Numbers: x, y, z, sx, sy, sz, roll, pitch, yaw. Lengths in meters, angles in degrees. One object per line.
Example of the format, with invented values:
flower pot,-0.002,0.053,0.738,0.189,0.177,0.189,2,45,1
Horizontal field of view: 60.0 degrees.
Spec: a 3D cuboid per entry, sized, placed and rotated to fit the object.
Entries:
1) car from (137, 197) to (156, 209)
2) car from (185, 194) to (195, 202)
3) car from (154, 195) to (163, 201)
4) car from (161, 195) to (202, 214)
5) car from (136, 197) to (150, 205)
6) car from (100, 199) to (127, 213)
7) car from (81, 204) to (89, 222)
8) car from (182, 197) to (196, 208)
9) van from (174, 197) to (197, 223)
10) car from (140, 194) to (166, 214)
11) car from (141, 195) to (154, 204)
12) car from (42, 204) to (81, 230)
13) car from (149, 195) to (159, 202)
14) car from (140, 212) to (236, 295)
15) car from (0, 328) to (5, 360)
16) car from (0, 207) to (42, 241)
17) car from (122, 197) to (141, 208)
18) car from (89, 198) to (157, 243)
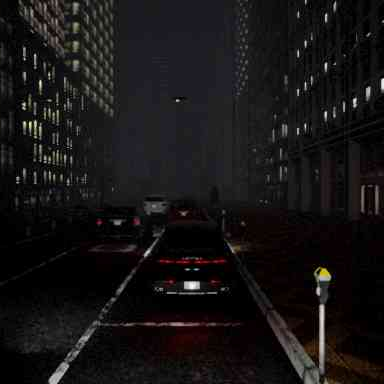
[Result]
car,-6.166,1.499,45.305,1.837,1.490,4.892,0,-1,0
car,-0.465,1.298,77.509,2.192,1.841,5.009,-1,0,0
car,-8.844,1.545,88.876,1.947,1.339,4.313,-1,0,0
car,-0.465,1.311,20.672,2.192,1.841,5.009,-1,0,0
car,-8.843,1.570,60.458,1.802,1.307,4.206,-1,0,0
car,-8.844,1.544,37.723,2.008,1.369,4.403,-1,0,0
car,-8.843,1.577,26.356,1.802,1.307,4.206,-1,0,0
car,-0.463,1.541,49.090,2.008,1.369,4.403,-1,0,0
van,-0.465,1.336,26.356,1.690,1.788,3.998,-1,0,0
car,-3.136,1.219,30.312,2.150,2.045,5.566,0,0,0
car,-8.845,1.427,66.141,1.967,1.590,4.097,-1,0,0
car,-8.844,1.547,20.672,2.008,1.369,4.403,-1,0,0
car,-8.843,1.509,77.339,1.752,1.417,4.829,-1,0,0
car,-0.001,1.502,8.651,1.837,1.490,4.892,0,0,0
car,-3.146,1.525,2.033,1.812,1.442,4.674,0,0,0
car,-8.843,1.542,14.989,1.887,1.381,4.507,-1,0,0
car,-8.843,1.541,49.090,2.008,1.369,4.403,-1,0,0
car,-3.123,1.348,16.154,2.097,1.767,4.553,0,0,0
